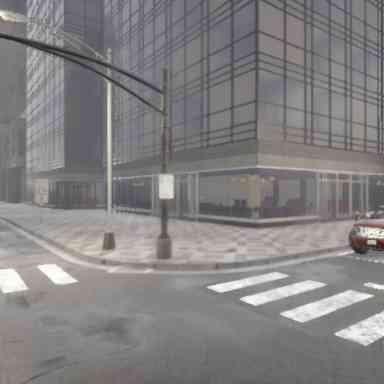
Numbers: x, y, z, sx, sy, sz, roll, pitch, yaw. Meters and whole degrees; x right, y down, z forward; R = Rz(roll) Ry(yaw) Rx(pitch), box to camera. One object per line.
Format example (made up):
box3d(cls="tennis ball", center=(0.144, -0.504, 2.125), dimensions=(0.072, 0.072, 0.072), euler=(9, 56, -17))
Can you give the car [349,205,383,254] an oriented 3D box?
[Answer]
box3d(cls="car", center=(7.894, 1.317, 12.276), dimensions=(5.009, 1.841, 2.192), euler=(0, 0, -35))
